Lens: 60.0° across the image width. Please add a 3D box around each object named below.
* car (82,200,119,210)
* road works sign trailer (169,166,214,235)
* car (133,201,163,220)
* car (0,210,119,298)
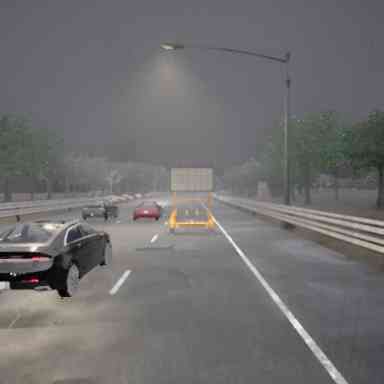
[{"bbox_3d":[-6.908,1.366,25.492,2.128,1.511,4.902,0,0,0],"label":"car"},{"bbox_3d":[-0.004,0.376,18.087,2.380,3.560,2.880,0,0,0],"label":"road works sign trailer"},{"bbox_3d":[-3.407,1.434,26.479,1.994,1.385,4.181,0,0,0],"label":"car"},{"bbox_3d":[-3.403,1.450,8.379,2.128,1.511,4.902,0,0,0],"label":"car"}]
